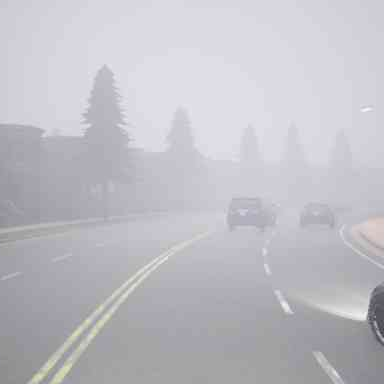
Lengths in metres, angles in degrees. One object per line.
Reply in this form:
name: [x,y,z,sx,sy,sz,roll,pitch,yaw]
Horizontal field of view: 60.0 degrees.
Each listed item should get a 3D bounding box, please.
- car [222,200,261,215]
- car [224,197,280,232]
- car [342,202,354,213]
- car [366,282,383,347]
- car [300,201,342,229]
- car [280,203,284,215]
car: [5.529,1.640,36.682,1.882,1.535,5.008,-1,-1,42]
car: [3.887,1.315,20.979,2.150,2.045,5.566,0,0,23]
car: [15.925,1.711,37.063,5.357,1.411,2.033,0,0,-38]
car: [3.716,1.580,3.598,1.994,1.385,4.181,0,0,2]
car: [8.910,1.454,23.025,2.097,1.767,4.553,0,0,28]
car: [7.710,1.655,33.876,1.837,1.490,4.892,-1,-1,41]
